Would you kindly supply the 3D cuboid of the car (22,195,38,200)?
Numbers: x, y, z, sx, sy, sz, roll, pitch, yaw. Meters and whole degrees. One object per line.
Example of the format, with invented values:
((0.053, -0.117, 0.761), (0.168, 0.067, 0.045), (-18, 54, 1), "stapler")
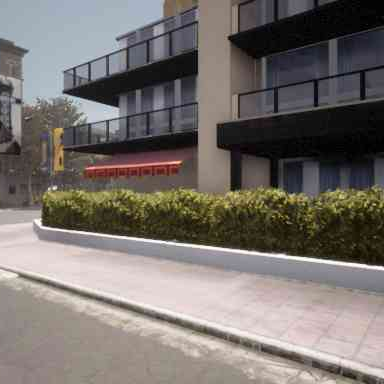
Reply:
((-34.539, 1.478, 68.283), (4.892, 1.521, 2.231), (0, 0, 37), "car")
